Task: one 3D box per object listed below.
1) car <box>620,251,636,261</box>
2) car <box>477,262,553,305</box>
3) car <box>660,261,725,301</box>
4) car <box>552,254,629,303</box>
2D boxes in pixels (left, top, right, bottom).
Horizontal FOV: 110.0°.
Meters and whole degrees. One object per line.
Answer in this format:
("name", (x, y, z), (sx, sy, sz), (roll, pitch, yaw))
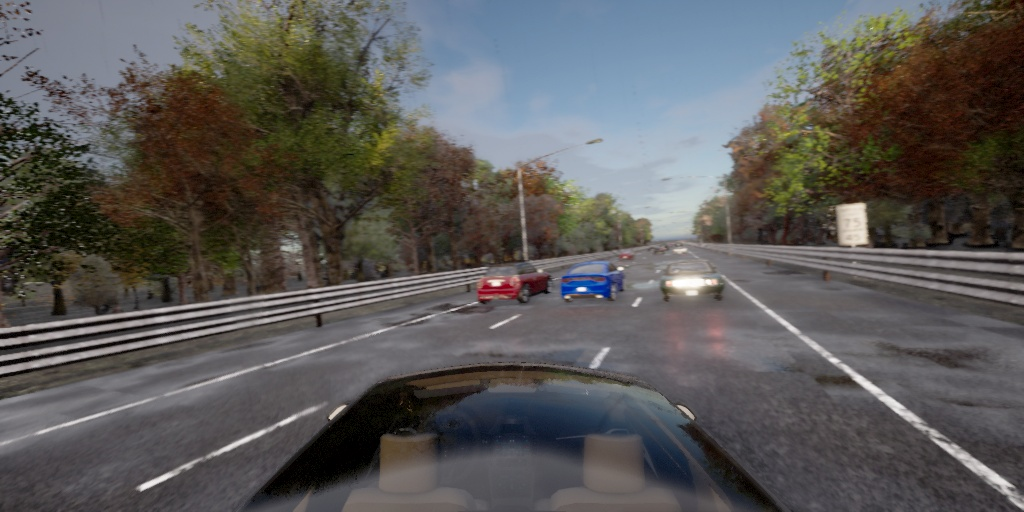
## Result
("car", (16.654, -0.069, 51.887), (1.812, 1.442, 4.674), (-4, 0, 25))
("car", (0.265, 1.075, 16.338), (2.097, 1.767, 4.553), (-4, 0, 25))
("car", (6.661, 0.824, 13.488), (1.895, 1.301, 4.718), (-4, 0, 25))
("car", (3.490, 0.949, 14.973), (1.882, 1.535, 5.008), (-4, 0, 25))
